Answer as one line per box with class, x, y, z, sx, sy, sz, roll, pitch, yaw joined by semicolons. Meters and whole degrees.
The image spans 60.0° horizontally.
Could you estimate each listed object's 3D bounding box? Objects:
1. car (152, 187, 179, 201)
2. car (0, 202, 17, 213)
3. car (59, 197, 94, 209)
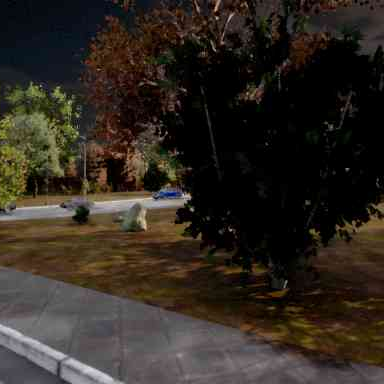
car;-4.107;0.318;55.469;2.150;2.045;5.566;0;2;39
car;-21.024;1.534;34.692;2.128;1.511;4.902;0;1;39
car;-14.691;1.382;42.499;1.994;1.385;4.181;0;2;38
